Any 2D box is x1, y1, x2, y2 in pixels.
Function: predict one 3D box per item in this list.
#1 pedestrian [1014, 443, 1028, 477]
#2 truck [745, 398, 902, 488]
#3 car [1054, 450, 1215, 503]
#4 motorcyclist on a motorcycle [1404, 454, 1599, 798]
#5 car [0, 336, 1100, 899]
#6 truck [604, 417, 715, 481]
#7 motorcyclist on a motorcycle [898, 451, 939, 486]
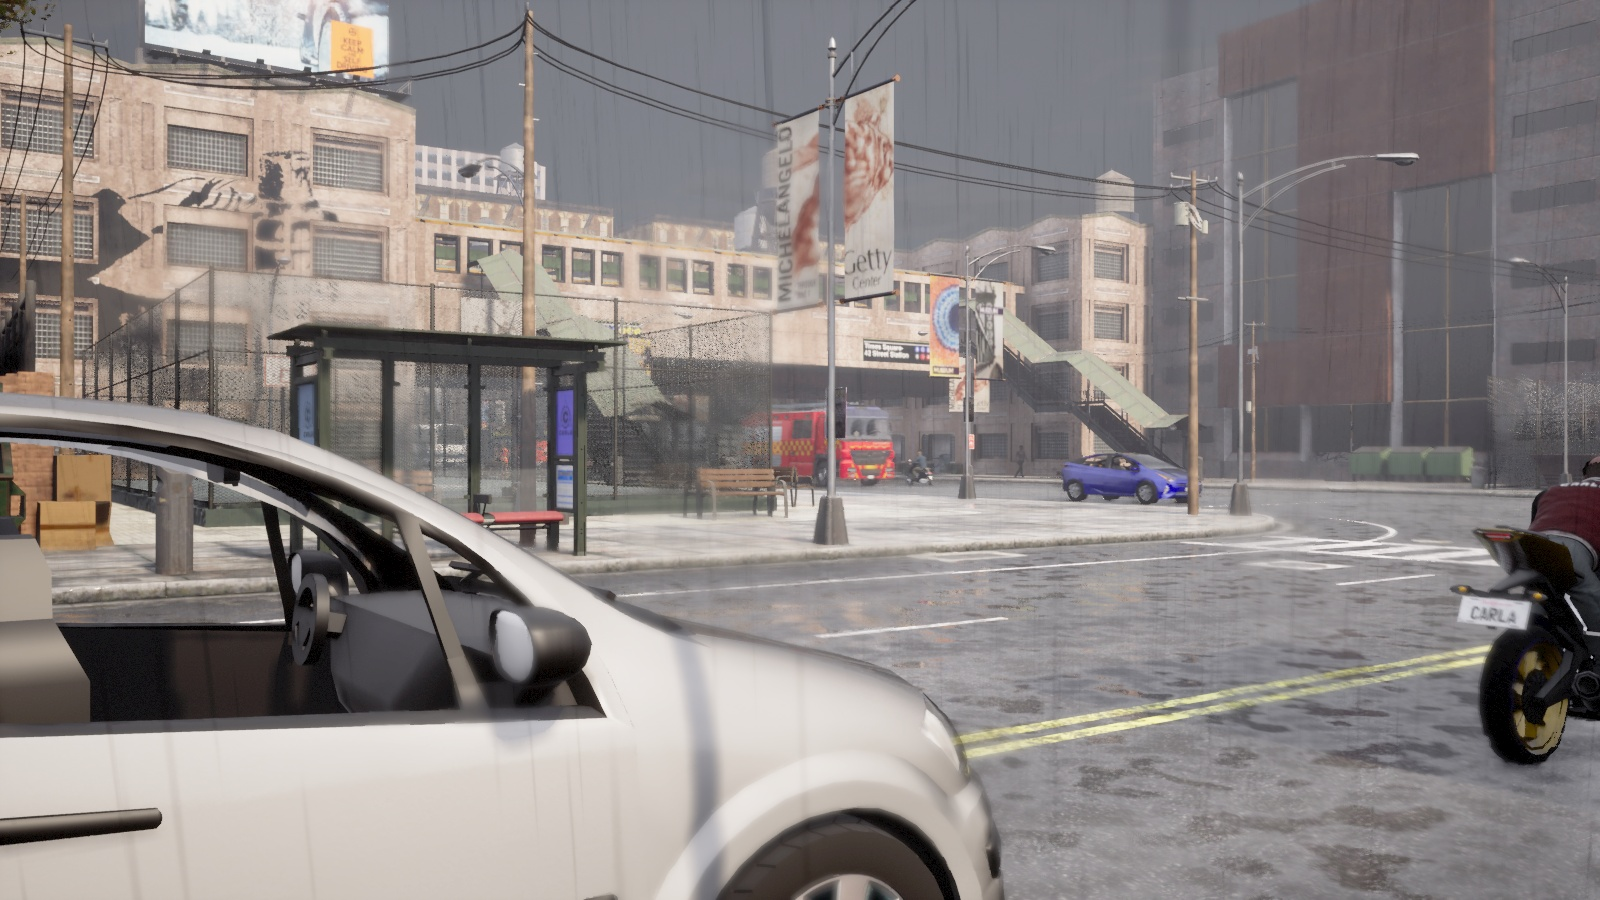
[{"bbox_3d":[11.939,0.542,67.871,0.328,1.805,0.869,0,0,-23],"label":"pedestrian"},{"bbox_3d":[0.914,-0.280,58.028,2.891,3.827,8.468,0,0,-34],"label":"truck"},{"bbox_3d":[10.133,0.764,38.367,2.007,1.525,4.514,0,0,-34],"label":"car"},{"bbox_3d":[4.185,0.787,6.582,2.191,1.530,0.866,0,0,-35],"label":"motorcyclist on a motorcycle"},{"bbox_3d":[-1.441,0.653,2.657,3.988,1.617,1.851,0,0,-35],"label":"car"},{"bbox_3d":[-8.094,-0.045,71.345,2.891,3.462,7.936,0,0,-34],"label":"truck"},{"bbox_3d":[5.430,0.828,57.630,0.866,1.590,1.817,0,0,-34],"label":"motorcyclist on a motorcycle"}]
